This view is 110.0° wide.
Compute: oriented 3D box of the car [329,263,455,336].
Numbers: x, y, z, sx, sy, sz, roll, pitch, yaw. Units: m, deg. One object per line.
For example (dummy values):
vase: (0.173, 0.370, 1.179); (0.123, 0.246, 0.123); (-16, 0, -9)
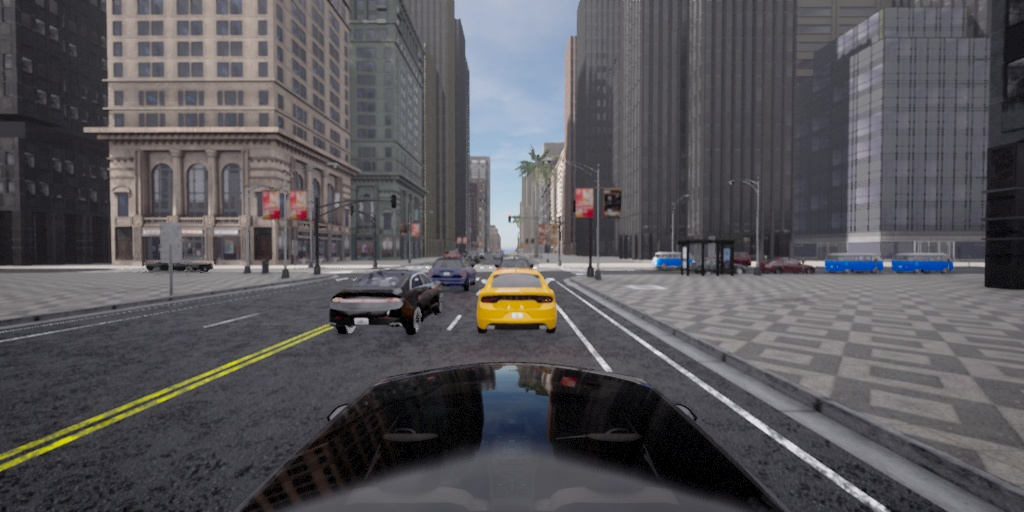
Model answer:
car: (-3.140, 1.115, 9.917); (2.128, 1.511, 4.902); (0, 1, 0)

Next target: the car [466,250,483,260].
car: (-6.490, 0.114, 57.749); (2.150, 2.045, 5.566); (0, 1, 1)

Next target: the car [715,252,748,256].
car: (22.791, 0.471, 38.382); (5.009, 1.841, 2.192); (0, 0, 0)

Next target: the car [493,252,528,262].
car: (0.123, 0.831, 19.305); (2.097, 1.767, 4.553); (0, 1, 0)

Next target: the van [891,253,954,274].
van: (34.139, 0.647, 29.847); (3.998, 1.789, 1.690); (0, 0, 0)

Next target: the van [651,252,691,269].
van: (17.114, 0.500, 38.388); (3.998, 1.789, 1.690); (0, 0, 0)

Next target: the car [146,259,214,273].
car: (-30.149, 0.907, 32.655); (4.718, 1.301, 1.895); (0, 1, 0)

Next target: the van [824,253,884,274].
van: (28.462, 0.649, 29.853); (3.998, 1.789, 1.690); (0, 0, 0)

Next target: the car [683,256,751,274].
car: (17.107, 0.866, 29.864); (4.403, 1.370, 2.007); (0, 0, 0)

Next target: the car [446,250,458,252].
car: (-9.739, 0.114, 57.759); (2.150, 2.045, 5.566); (0, 1, 1)

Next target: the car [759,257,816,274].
car: (22.785, 0.893, 29.858); (4.207, 1.307, 1.802); (0, 0, 0)

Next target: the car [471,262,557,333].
car: (0.109, 1.096, 10.234); (1.882, 1.535, 5.008); (0, 1, 0)

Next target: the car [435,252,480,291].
car: (-3.127, 0.831, 19.280); (2.097, 1.767, 4.553); (0, 1, 0)
